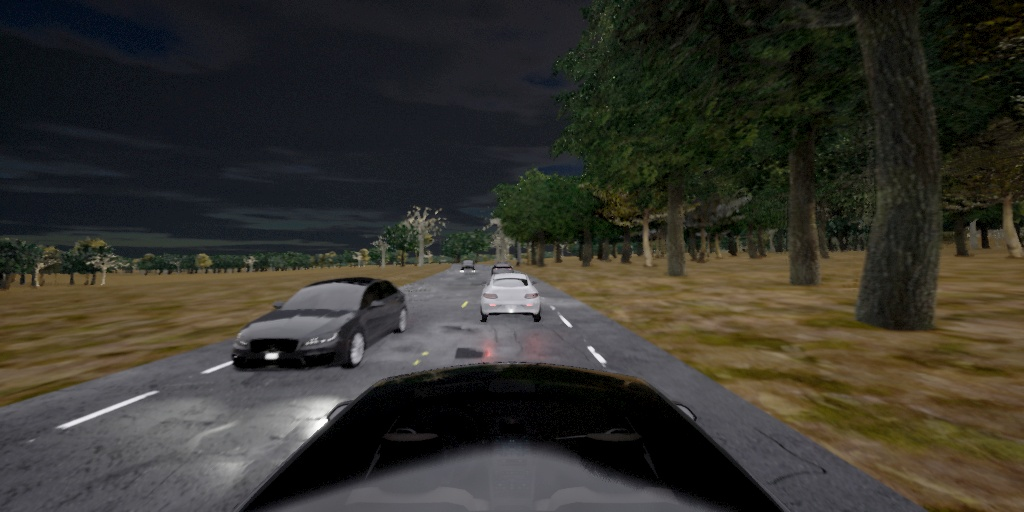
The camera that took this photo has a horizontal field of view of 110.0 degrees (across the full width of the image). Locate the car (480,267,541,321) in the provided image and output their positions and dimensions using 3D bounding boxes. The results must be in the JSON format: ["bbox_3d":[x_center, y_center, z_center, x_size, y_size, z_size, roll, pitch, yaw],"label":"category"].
[{"bbox_3d":[-0.080,1.284,12.353,1.812,1.442,4.674,0,0,-1],"label":"car"}]

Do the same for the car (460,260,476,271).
[{"bbox_3d":[-6.095,1.300,50.009,1.837,1.490,4.892,0,-1,-5],"label":"car"}]

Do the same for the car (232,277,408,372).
[{"bbox_3d":[-3.678,1.261,7.857,1.837,1.490,4.892,0,0,-1],"label":"car"}]

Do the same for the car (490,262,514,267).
[{"bbox_3d":[-0.864,1.264,31.018,2.128,1.511,4.902,0,0,-4],"label":"car"}]
